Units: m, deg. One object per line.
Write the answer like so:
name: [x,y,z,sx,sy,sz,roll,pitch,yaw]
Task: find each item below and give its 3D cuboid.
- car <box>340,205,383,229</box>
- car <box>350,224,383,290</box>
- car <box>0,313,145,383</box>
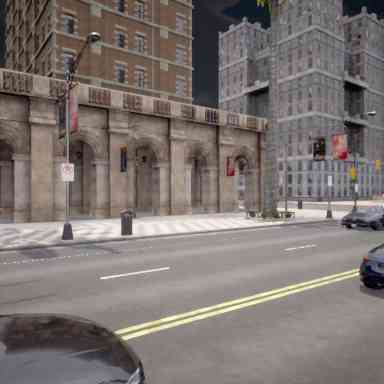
car: [11.490,1.547,20.678,5.357,1.411,2.033,0,0,-35]
car: [5.843,1.564,7.911,4.181,1.385,1.994,0,0,-36]
car: [-2.606,1.491,1.890,4.902,1.511,2.128,0,0,-35]
